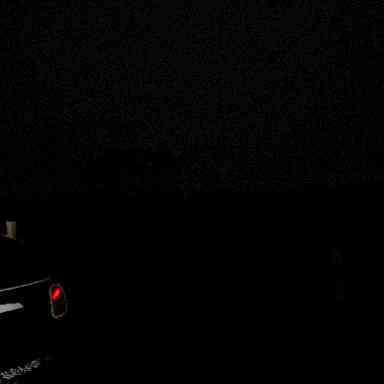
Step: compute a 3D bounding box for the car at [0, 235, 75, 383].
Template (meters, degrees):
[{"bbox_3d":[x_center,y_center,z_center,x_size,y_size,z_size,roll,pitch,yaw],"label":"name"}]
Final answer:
[{"bbox_3d":[-3.581,1.364,4.781,4.553,1.767,2.097,-1,1,45],"label":"car"}]
